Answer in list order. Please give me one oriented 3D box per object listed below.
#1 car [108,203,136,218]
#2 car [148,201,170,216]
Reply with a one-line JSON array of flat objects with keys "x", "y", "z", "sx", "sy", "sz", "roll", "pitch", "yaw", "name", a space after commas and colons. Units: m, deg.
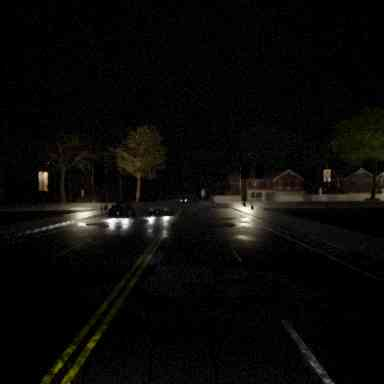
[{"x": -6.589, "y": 1.705, "z": 31.527, "sx": 1.994, "sy": 1.385, "sz": 4.181, "roll": 0, "pitch": 0, "yaw": 0, "name": "car"}, {"x": -3.332, "y": 1.679, "z": 34.607, "sx": 1.812, "sy": 1.442, "sz": 4.674, "roll": 0, "pitch": 0, "yaw": 0, "name": "car"}]
